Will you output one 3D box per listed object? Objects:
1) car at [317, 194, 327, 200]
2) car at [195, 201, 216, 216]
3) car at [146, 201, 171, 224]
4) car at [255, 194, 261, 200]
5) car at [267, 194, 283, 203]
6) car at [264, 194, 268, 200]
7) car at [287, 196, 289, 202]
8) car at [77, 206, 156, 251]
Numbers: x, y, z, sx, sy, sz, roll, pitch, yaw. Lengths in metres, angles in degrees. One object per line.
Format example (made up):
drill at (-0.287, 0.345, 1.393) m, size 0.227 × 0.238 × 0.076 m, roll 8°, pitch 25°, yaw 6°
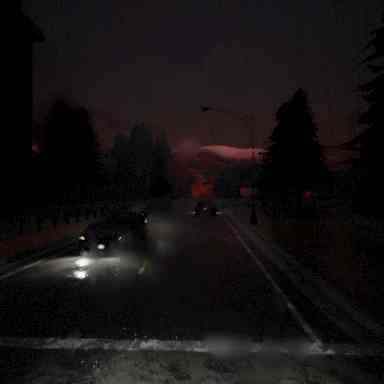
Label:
car at (32.414, 1.317, 83.034) m, size 1.845 × 1.501 × 3.633 m, roll 0°, pitch 0°, yaw 3°
car at (1.316, 1.543, 31.893) m, size 1.994 × 1.385 × 4.181 m, roll 0°, pitch 0°, yaw 2°
car at (-2.647, 1.482, 24.829) m, size 1.837 × 1.490 × 4.892 m, roll 0°, pitch 0°, yaw 3°
car at (17.832, 1.294, 91.397) m, size 2.007 × 1.523 × 4.514 m, roll 0°, pitch 0°, yaw 3°
car at (16.536, 1.353, 65.395) m, size 1.845 × 1.501 × 3.633 m, roll 0°, pitch 0°, yaw 3°
car at (20.968, 1.292, 91.292) m, size 2.152 × 1.636 × 5.027 m, roll 0°, pitch 0°, yaw 3°
car at (19.885, 1.363, 72.657) m, size 1.970 × 1.475 × 3.806 m, roll 0°, pitch 0°, yaw 3°
car at (-3.083, 1.535, 14.307) m, size 2.033 × 1.411 × 5.357 m, roll 0°, pitch 0°, yaw 3°
